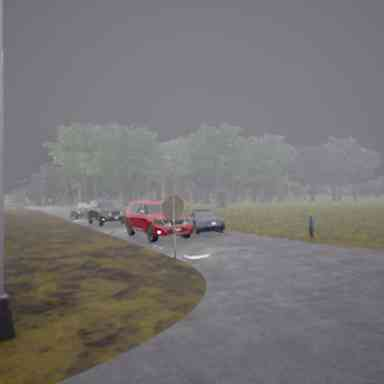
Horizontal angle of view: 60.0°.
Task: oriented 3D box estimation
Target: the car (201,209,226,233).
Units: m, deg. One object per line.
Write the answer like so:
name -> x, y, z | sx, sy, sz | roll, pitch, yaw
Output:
car -> 0.262, 1.768, 20.556 | 1.994, 1.385, 4.181 | -2, 0, -30

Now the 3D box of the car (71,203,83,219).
car -> -11.999, 2.108, 36.261 | 1.812, 1.442, 4.674 | -2, 0, -29

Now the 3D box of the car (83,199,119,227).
car -> -7.108, 1.637, 27.599 | 2.150, 2.045, 5.566 | -2, 0, -30

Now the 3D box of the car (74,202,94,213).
car -> -16.102, 2.304, 49.502 | 1.812, 1.442, 4.674 | -2, 0, -30

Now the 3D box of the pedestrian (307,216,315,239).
pedestrian -> 5.974, 1.769, 16.615 | 0.500, 1.100, 0.500 | -2, 0, -29

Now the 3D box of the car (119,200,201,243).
car -> -2.014, 1.494, 18.574 | 2.150, 2.045, 5.566 | -2, 0, -29
